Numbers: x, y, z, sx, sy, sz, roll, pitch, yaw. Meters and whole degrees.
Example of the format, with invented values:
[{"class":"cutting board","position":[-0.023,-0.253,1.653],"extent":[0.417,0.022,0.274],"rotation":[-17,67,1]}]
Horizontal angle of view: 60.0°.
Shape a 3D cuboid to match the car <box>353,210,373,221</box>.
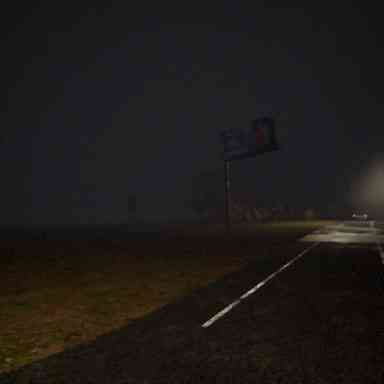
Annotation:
[{"class":"car","position":[27.229,3.781,53.499],"extent":[2.097,1.767,4.553],"rotation":[-4,-4,32]}]
